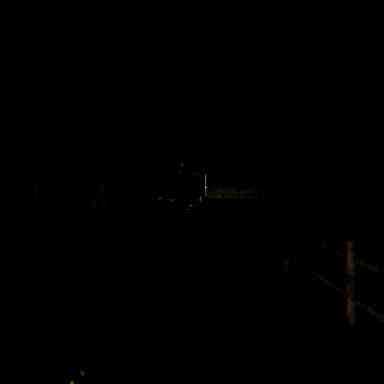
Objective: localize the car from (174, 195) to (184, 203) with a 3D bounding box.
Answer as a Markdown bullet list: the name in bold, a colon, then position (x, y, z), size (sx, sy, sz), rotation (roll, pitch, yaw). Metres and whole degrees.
- **car**: position (-2.692, 1.432, 70.714), size (1.882, 1.535, 5.008), rotation (0, 0, 0)
